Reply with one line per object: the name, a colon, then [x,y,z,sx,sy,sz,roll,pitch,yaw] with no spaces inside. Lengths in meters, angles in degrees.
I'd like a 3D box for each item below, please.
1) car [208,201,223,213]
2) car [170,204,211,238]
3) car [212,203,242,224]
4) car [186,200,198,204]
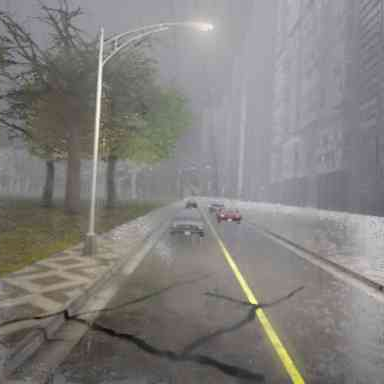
car: [3.025,1.871,40.781,2.128,1.511,4.902,3,0,1]
car: [-0.202,1.656,19.123,2.033,1.411,5.357,3,0,0]
car: [3.005,1.912,28.269,1.895,1.301,4.718,3,0,0]
car: [0.007,1.913,53.355,1.895,1.301,4.718,3,0,0]
